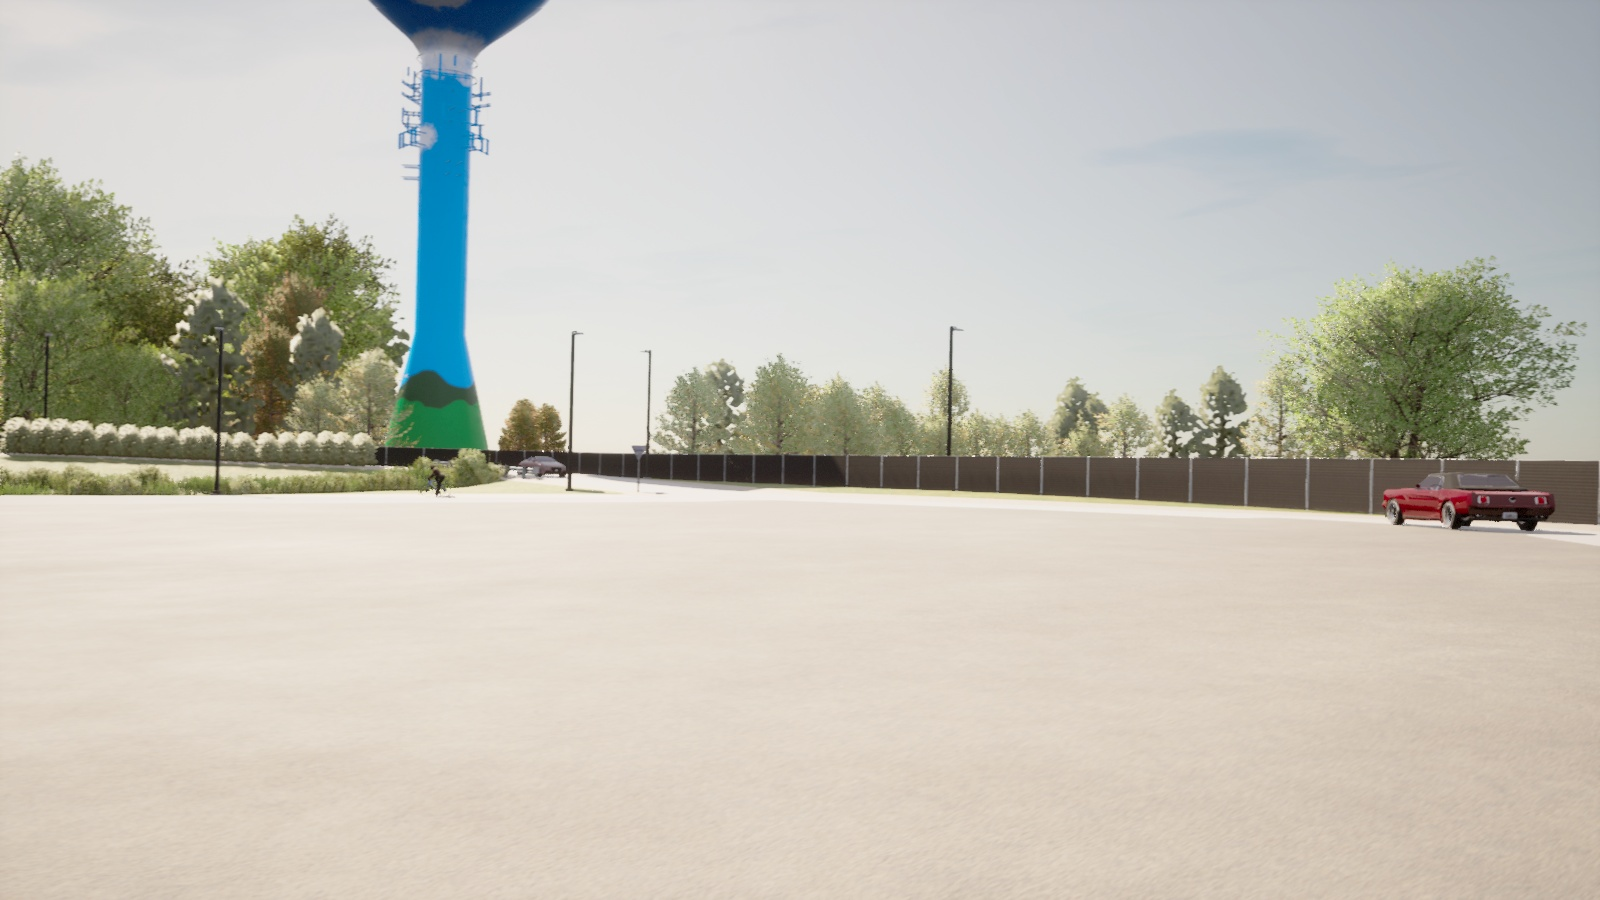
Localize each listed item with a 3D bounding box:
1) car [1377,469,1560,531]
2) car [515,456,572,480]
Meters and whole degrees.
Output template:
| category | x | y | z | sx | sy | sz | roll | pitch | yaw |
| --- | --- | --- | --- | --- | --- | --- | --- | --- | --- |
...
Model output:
| category | x | y | z | sx | sy | sz | roll | pitch | yaw |
| --- | --- | --- | --- | --- | --- | --- | --- | --- | --- |
| car | 15.369 | 1.113 | 29.187 | 1.895 | 1.301 | 4.718 | 1 | -1 | 2 |
| car | -17.348 | 1.201 | 84.796 | 1.994 | 1.385 | 4.181 | 2 | 0 | -39 |
